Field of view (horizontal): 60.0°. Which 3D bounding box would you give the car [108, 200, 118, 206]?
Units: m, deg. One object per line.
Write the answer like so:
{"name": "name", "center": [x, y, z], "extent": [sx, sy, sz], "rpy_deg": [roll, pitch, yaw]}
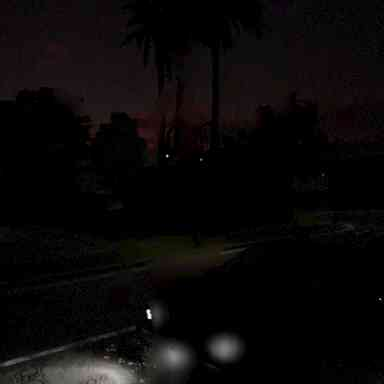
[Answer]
{"name": "car", "center": [-16.356, 1.927, 65.871], "extent": [1.812, 1.442, 4.674], "rpy_deg": [0, 0, -44]}

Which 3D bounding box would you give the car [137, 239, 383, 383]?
{"name": "car", "center": [1.745, 1.582, 5.753], "extent": [5.357, 1.411, 2.033], "rpy_deg": [0, 0, -42]}

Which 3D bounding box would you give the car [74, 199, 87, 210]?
{"name": "car", "center": [-15.156, 1.340, 40.198], "extent": [4.605, 1.855, 1.932], "rpy_deg": [0, 0, -44]}
